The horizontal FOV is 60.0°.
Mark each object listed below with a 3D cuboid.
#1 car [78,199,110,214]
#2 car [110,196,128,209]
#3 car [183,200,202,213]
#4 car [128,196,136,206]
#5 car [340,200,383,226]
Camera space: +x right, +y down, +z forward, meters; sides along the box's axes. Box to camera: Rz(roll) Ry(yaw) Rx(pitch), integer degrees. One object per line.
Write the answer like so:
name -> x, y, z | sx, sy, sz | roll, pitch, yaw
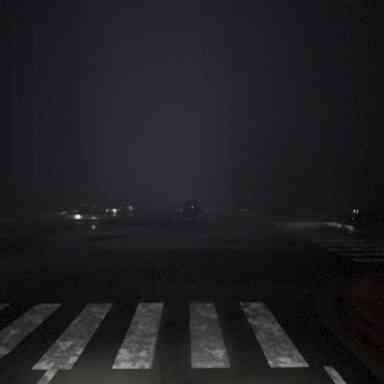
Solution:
car -> -10.632, 1.475, 35.738 | 1.882, 1.535, 5.008 | 0, 0, 0
car -> -10.639, 1.545, 45.717 | 2.033, 1.411, 5.357 | 0, 0, 0
car -> 0.057, 1.562, 36.203 | 1.994, 1.385, 4.181 | 0, 0, 0
car -> -10.597, 1.501, 55.838 | 1.837, 1.490, 4.892 | 0, 0, 1
car -> 12.568, 1.295, 22.570 | 4.553, 1.767, 2.097 | 0, 0, 0
